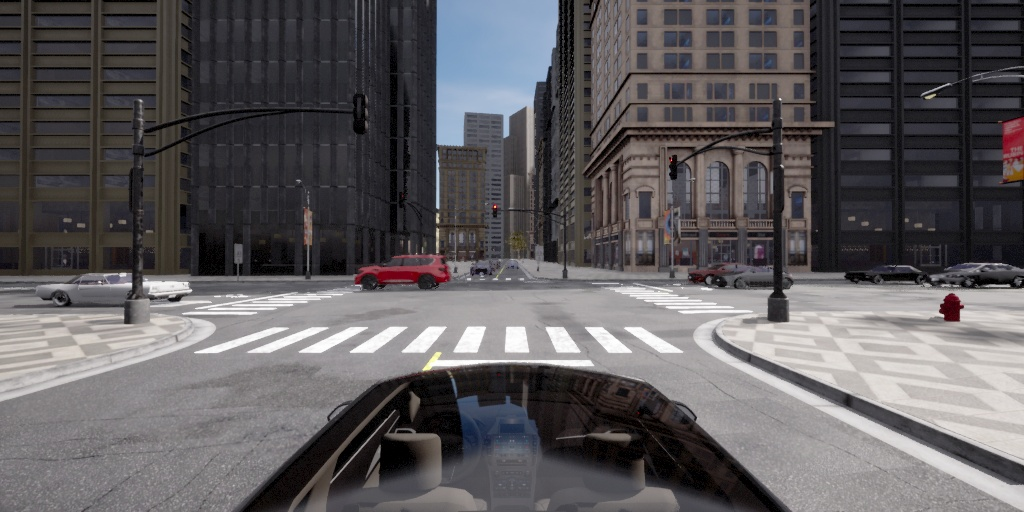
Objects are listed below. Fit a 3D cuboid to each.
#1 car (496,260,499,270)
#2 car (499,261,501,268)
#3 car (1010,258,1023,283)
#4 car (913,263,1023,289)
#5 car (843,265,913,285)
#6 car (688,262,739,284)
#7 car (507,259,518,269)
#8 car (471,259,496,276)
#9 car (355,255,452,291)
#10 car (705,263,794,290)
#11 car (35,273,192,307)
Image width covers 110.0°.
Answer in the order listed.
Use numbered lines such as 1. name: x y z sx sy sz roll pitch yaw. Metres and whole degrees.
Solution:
1. car: -3.070 1.377 46.370 1.994 1.385 4.181 0 0 0
2. car: -3.069 1.400 55.402 1.994 1.385 4.181 0 0 0
3. car: 38.438 1.035 24.959 4.553 1.767 2.097 0 0 0
4. car: 28.108 1.172 21.715 4.902 1.511 2.128 0 0 0
5. car: 26.165 1.311 24.966 4.718 1.301 1.895 0 0 0
6. car: 14.899 1.215 24.955 5.008 1.535 1.882 0 0 0
7. car: 0.117 1.390 57.823 2.033 1.411 5.357 0 0 0
8. car: -3.058 1.145 37.598 2.097 1.767 4.553 0 0 0
9. car: -6.465 0.986 21.672 5.566 2.045 2.150 0 0 0
10. car: 14.473 1.279 21.699 4.181 1.385 1.994 0 0 0
11. car: -16.379 1.366 14.963 4.718 1.301 1.895 0 0 0
